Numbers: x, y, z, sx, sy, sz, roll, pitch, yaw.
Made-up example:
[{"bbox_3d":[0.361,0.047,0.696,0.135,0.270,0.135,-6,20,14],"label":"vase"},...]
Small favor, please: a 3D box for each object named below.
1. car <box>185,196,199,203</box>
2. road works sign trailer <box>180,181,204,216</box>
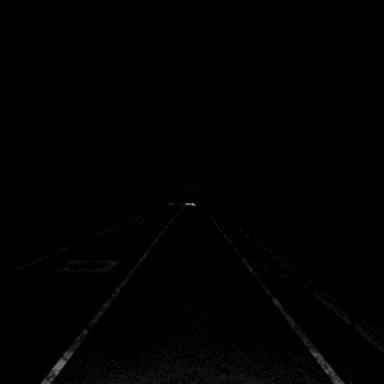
[{"bbox_3d":[0.061,1.578,73.677,2.097,1.767,4.553,0,0,17],"label":"car"},{"bbox_3d":[0.039,0.616,35.089,2.380,3.560,2.880,0,0,0],"label":"road works sign trailer"}]
